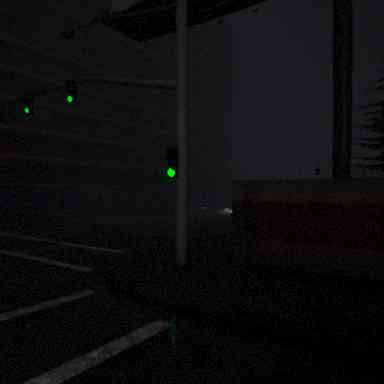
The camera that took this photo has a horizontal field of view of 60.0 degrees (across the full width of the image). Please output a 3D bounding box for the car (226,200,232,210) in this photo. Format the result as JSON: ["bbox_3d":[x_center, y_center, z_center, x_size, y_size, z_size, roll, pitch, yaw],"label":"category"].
[{"bbox_3d":[6.358,1.543,41.025,1.994,1.385,4.181,0,0,35],"label":"car"}]
